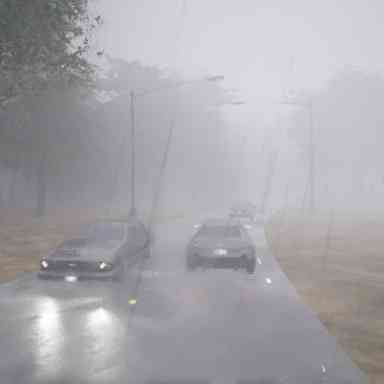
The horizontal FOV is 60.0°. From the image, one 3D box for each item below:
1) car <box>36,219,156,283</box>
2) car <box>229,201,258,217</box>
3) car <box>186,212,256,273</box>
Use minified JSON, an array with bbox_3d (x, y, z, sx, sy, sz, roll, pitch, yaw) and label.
[{"bbox_3d":[-2.414,1.545,10.040,2.033,1.411,5.357,0,0,6],"label":"car"},{"bbox_3d":[4.223,1.443,26.898,2.033,1.411,5.357,0,0,17],"label":"car"},{"bbox_3d":[0.973,1.559,10.812,1.994,1.385,4.181,0,0,6],"label":"car"}]
